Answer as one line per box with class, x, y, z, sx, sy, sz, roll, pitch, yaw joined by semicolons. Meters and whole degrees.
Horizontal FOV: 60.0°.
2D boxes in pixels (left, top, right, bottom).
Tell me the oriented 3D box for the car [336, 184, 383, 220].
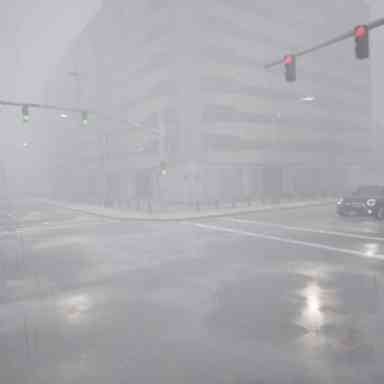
car;9.796;0.402;17.857;4.553;1.767;2.097;-3;2;-34
